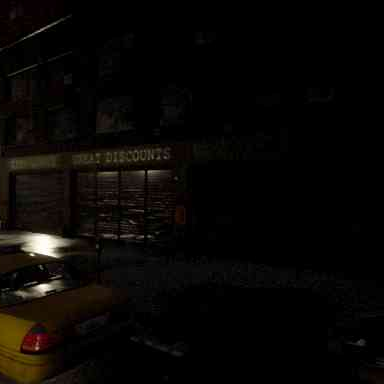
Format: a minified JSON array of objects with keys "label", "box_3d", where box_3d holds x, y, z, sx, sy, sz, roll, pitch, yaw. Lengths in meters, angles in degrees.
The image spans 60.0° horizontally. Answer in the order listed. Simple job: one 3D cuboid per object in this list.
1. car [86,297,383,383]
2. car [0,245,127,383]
[{"label":"car","box_3d":[1.637,1.551,1.915,4.403,1.369,2.008,0,1,36]},{"label":"car","box_3d":[-3.046,1.523,5.261,4.829,1.417,1.752,0,1,36]}]
